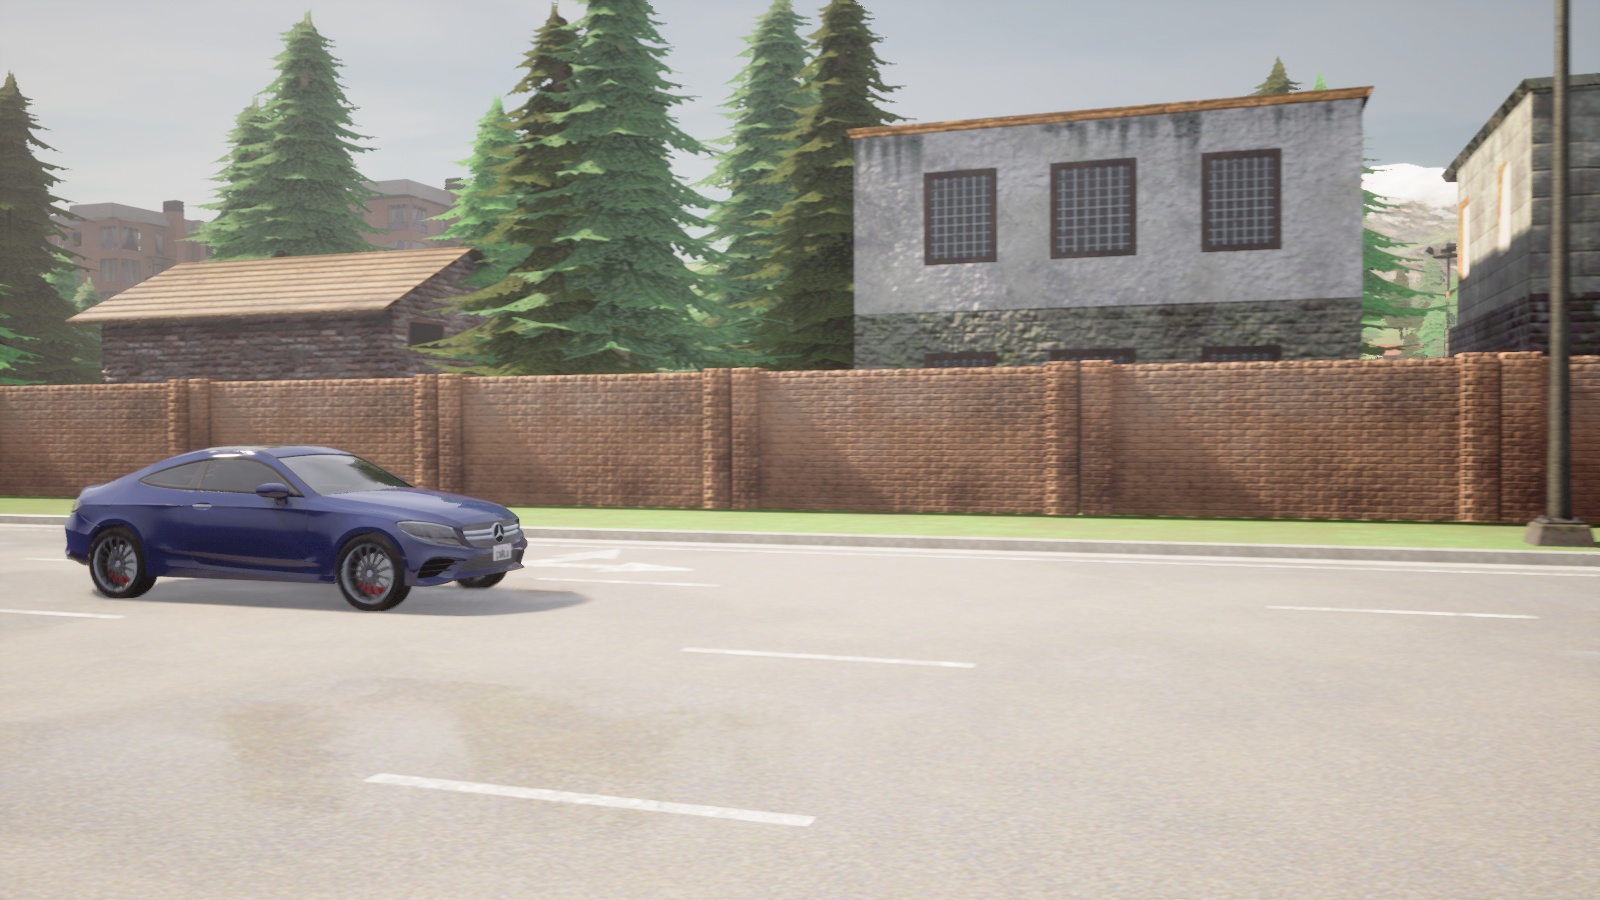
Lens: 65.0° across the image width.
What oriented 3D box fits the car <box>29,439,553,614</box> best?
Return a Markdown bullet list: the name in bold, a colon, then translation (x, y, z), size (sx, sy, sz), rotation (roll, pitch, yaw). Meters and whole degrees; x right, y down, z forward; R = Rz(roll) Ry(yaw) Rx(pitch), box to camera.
- **car**: translation (-4.938, 0.638, 12.239), size (4.674, 1.442, 1.812), rotation (1, 1, 19)
